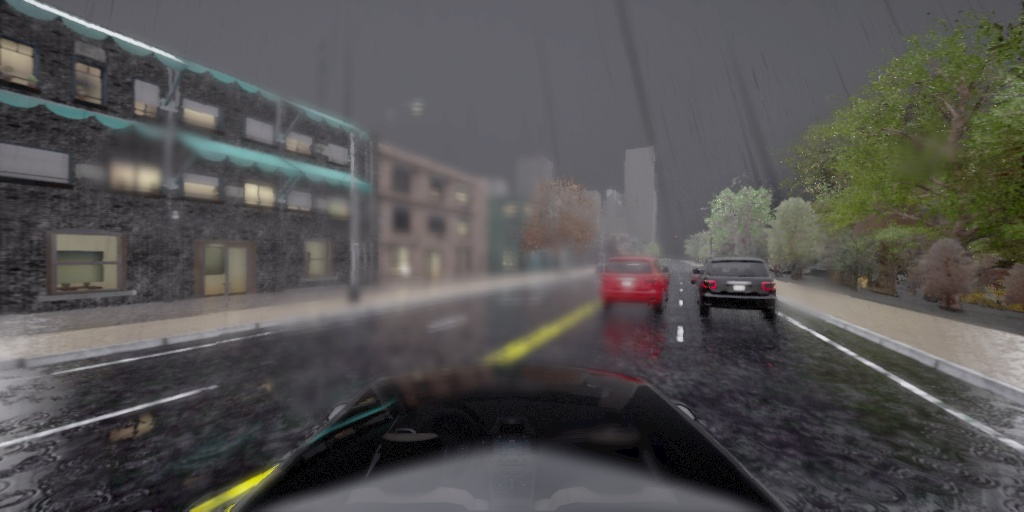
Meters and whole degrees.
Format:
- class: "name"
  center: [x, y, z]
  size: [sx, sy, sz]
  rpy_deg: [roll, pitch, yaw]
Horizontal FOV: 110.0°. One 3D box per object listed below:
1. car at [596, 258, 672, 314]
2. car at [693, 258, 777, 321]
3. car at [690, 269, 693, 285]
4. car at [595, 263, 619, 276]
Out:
- class: "car"
  center: [5.185, 1.085, 14.790]
  size: [2.150, 2.045, 5.566]
  rpy_deg: [0, 0, 26]
- class: "car"
  center: [8.106, 1.075, 13.366]
  size: [2.150, 2.045, 5.566]
  rpy_deg: [0, 0, 26]
- class: "car"
  center: [15.223, 1.545, 28.394]
  size: [1.994, 1.385, 4.181]
  rpy_deg: [0, 0, 26]
- class: "car"
  center: [11.868, 1.663, 44.737]
  size: [2.033, 1.411, 5.357]
  rpy_deg: [0, -1, 24]
